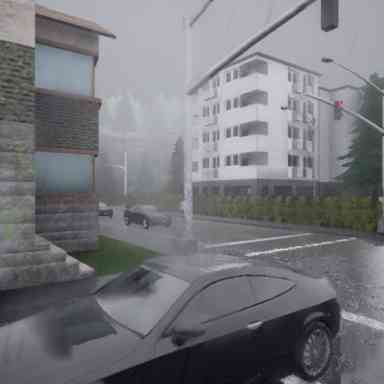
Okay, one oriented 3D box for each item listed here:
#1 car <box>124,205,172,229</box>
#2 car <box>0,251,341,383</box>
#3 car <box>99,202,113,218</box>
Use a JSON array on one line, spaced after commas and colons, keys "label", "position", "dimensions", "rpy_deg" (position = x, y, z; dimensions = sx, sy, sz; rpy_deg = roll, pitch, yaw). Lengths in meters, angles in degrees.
[{"label": "car", "position": [-3.220, 1.677, 23.529], "dimensions": [1.837, 1.490, 4.892], "rpy_deg": [0, 0, -35]}, {"label": "car", "position": [-0.086, 1.524, 3.936], "dimensions": [4.674, 1.442, 1.812], "rpy_deg": [0, 0, -35]}, {"label": "car", "position": [-9.216, 1.650, 31.964], "dimensions": [1.882, 1.535, 5.008], "rpy_deg": [0, 0, -35]}]
